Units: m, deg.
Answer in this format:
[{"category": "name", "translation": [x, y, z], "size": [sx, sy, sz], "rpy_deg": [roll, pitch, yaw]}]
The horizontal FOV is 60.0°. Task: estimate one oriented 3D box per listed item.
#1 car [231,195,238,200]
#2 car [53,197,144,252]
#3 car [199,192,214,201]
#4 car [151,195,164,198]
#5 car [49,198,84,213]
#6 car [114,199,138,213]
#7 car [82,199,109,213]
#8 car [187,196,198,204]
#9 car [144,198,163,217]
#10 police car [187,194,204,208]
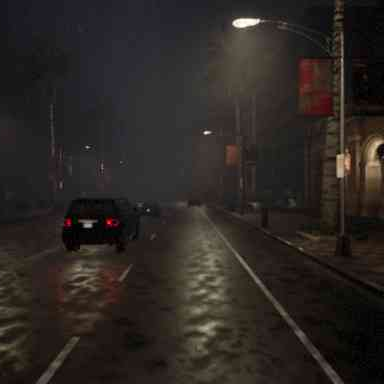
[{"category": "car", "translation": [12.935, 1.510, 91.130], "size": [5.008, 1.535, 1.882], "rpy_deg": [0, 0, -36]}, {"category": "car", "translation": [-3.582, 1.229, 14.010], "size": [2.150, 2.045, 5.566], "rpy_deg": [0, 0, -1]}, {"category": "car", "translation": [3.289, 1.083, 80.296], "size": [2.150, 2.045, 5.566], "rpy_deg": [0, 0, 32]}, {"category": "car", "translation": [-8.481, 1.505, 79.603], "size": [1.882, 1.535, 5.008], "rpy_deg": [0, 0, 21]}, {"category": "car", "translation": [-14.131, 1.502, 37.889], "size": [2.231, 1.521, 4.892], "rpy_deg": [0, 0, -1]}, {"category": "car", "translation": [-7.651, 1.585, 38.882], "size": [1.994, 1.385, 4.181], "rpy_deg": [0, 0, -1]}, {"category": "car", "translation": [-11.149, 1.547, 38.772], "size": [1.812, 1.442, 4.674], "rpy_deg": [0, 0, -1]}, {"category": "car", "translation": [0.156, 1.561, 65.333], "size": [1.812, 1.442, 4.674], "rpy_deg": [0, 0, 3]}, {"category": "car", "translation": [-3.842, 1.581, 31.001], "size": [1.994, 1.385, 4.181], "rpy_deg": [0, 0, -1]}, {"category": "police car", "translation": [0.321, 1.452, 49.869], "size": [1.930, 1.638, 5.238], "rpy_deg": [0, 0, -1]}]
